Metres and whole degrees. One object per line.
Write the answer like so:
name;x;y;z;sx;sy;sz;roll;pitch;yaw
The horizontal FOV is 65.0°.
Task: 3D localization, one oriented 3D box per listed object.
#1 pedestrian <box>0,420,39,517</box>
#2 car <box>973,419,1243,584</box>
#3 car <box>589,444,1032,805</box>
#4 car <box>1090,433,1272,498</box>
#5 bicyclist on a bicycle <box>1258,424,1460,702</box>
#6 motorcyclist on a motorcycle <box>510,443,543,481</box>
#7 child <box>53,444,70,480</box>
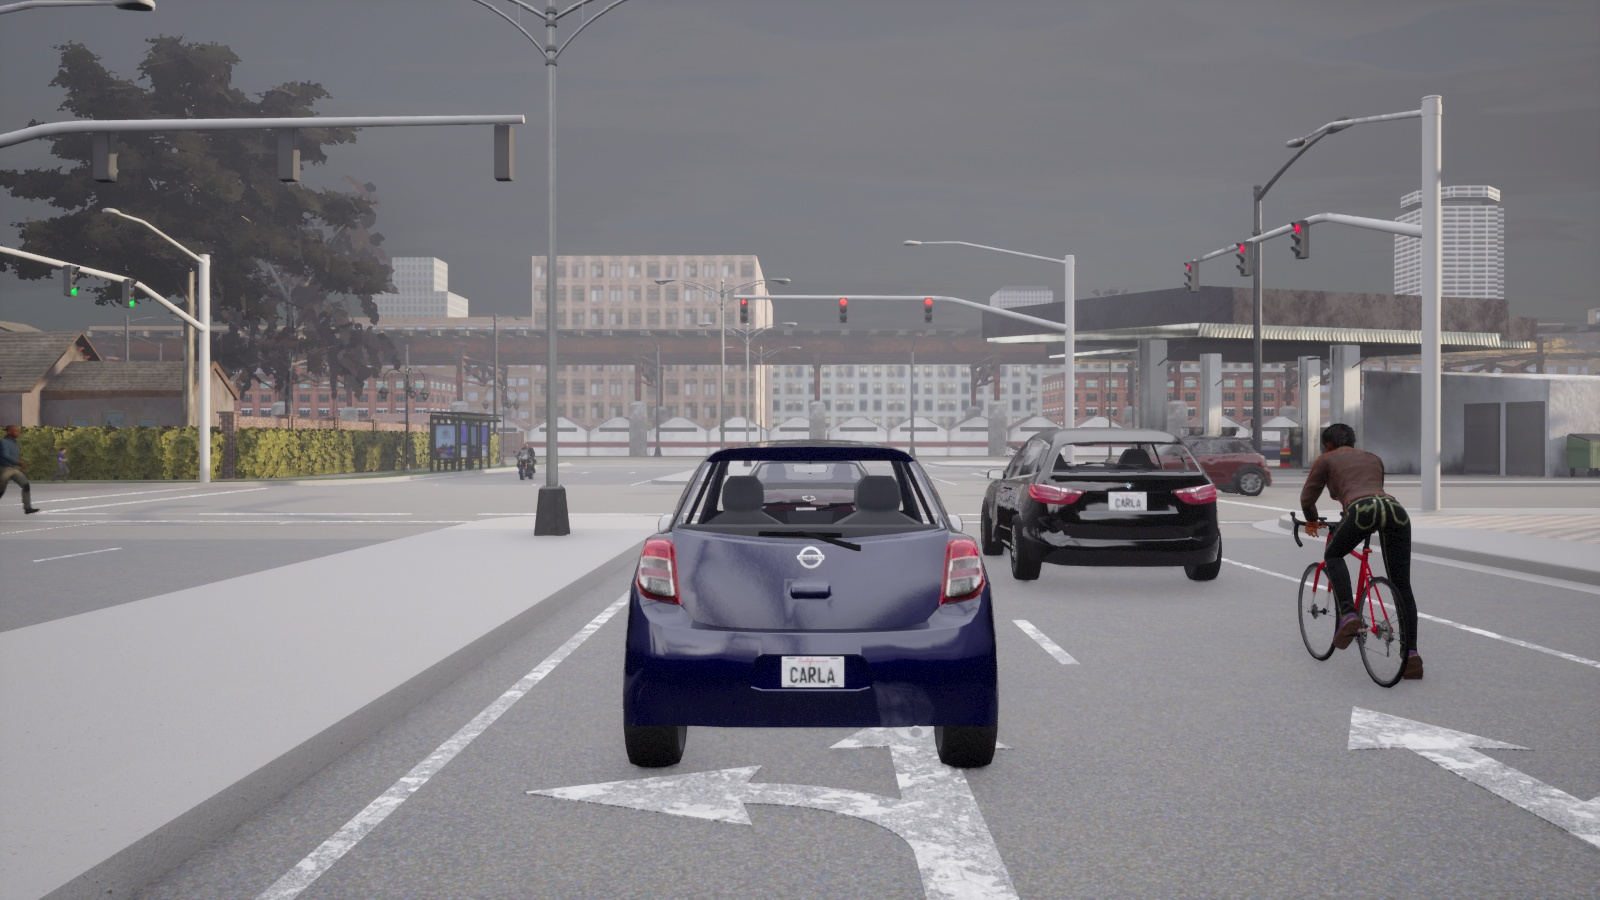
pedestrian;-14.987;0.354;23.950;0.726;1.835;0.370;0;0;1
car;3.446;0.508;15.080;2.242;1.667;4.611;0;0;2
car;0.056;0.721;7.057;1.845;1.501;3.633;0;0;0
car;10.680;0.413;35.473;4.553;1.767;2.097;0;0;3
bicyclist on a bicycle;3.560;0.656;8.151;0.582;1.620;1.656;0;0;0
motorcyclist on a motorcycle;-11.184;0.482;51.400;0.866;1.530;2.191;0;0;0
child;-25.618;0.411;43.577;0.437;1.263;0.270;0;0;0
